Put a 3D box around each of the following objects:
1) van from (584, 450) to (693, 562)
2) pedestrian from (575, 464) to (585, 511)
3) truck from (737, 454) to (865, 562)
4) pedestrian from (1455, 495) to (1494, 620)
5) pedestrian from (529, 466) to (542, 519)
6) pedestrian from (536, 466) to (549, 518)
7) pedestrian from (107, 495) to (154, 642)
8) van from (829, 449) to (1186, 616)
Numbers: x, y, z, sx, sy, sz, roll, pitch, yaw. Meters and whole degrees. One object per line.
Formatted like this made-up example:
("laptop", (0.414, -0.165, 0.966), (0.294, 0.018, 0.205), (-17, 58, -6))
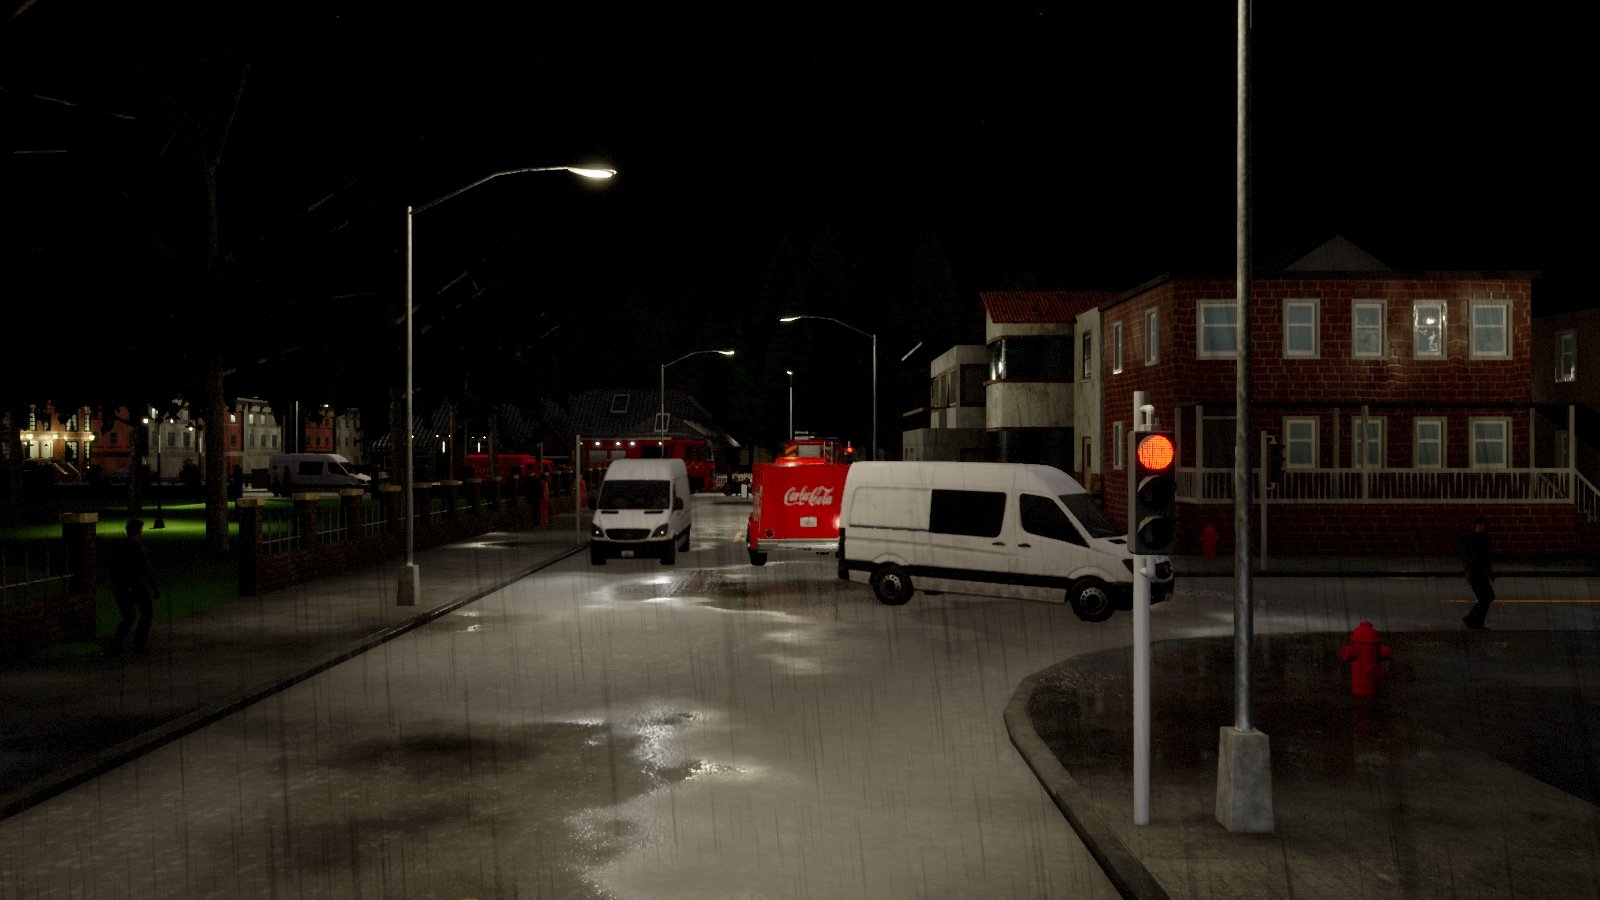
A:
("van", (-4.018, 1.301, 29.443), (1.988, 2.561, 5.915), (0, 0, 0))
("pedestrian", (-8.814, 1.505, 45.751), (0.375, 1.860, 0.375), (0, 0, -5))
("truck", (-0.107, 1.336, 28.945), (2.627, 2.467, 5.204), (0, 0, -7))
("pedestrian", (10.274, 1.621, 17.407), (0.375, 1.860, 0.375), (0, 0, -28))
("pedestrian", (-9.357, 1.507, 40.446), (0.375, 1.860, 0.375), (0, 0, -1))
("pedestrian", (-9.331, 1.507, 41.389), (0.375, 1.860, 0.375), (0, 0, -1))
("pedestrian", (-8.652, 1.518, 14.769), (0.375, 1.860, 0.375), (0, 0, 9))
("van", (3.586, 1.302, 20.391), (5.915, 2.561, 1.988), (1, 0, 33))
